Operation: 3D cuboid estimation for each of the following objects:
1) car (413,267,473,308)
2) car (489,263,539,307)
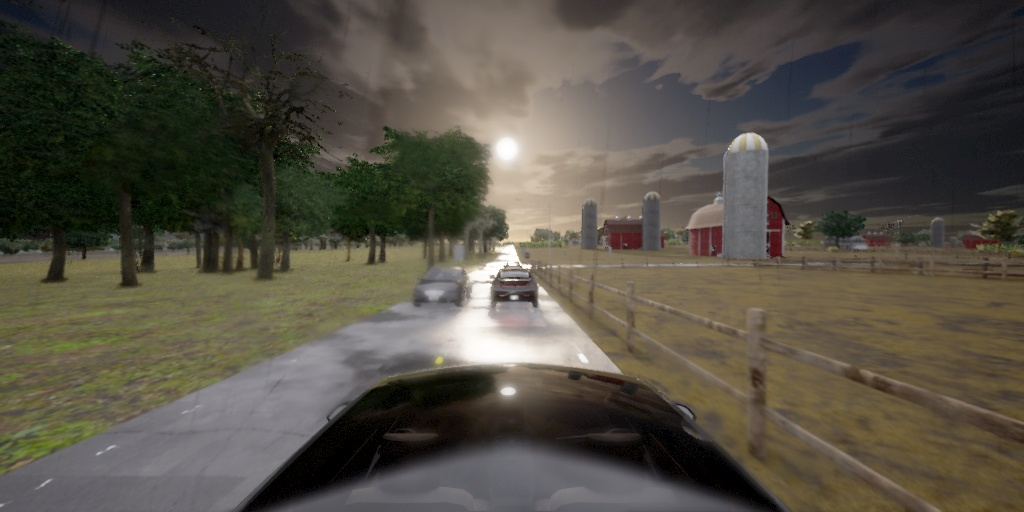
[{"bbox_3d":[-2.748,1.219,15.058,2.128,1.511,4.902,0,0,0],"label":"car"},{"bbox_3d":[0.102,1.232,15.207,1.837,1.490,4.892,0,0,0],"label":"car"}]
